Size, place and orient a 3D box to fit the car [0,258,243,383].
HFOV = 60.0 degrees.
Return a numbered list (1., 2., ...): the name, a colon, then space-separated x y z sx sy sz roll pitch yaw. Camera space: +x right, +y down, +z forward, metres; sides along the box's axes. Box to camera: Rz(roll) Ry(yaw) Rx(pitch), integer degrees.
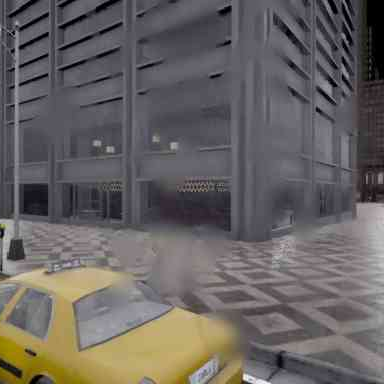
1. car: -1.763 1.525 4.224 4.829 1.417 1.752 0 0 36
